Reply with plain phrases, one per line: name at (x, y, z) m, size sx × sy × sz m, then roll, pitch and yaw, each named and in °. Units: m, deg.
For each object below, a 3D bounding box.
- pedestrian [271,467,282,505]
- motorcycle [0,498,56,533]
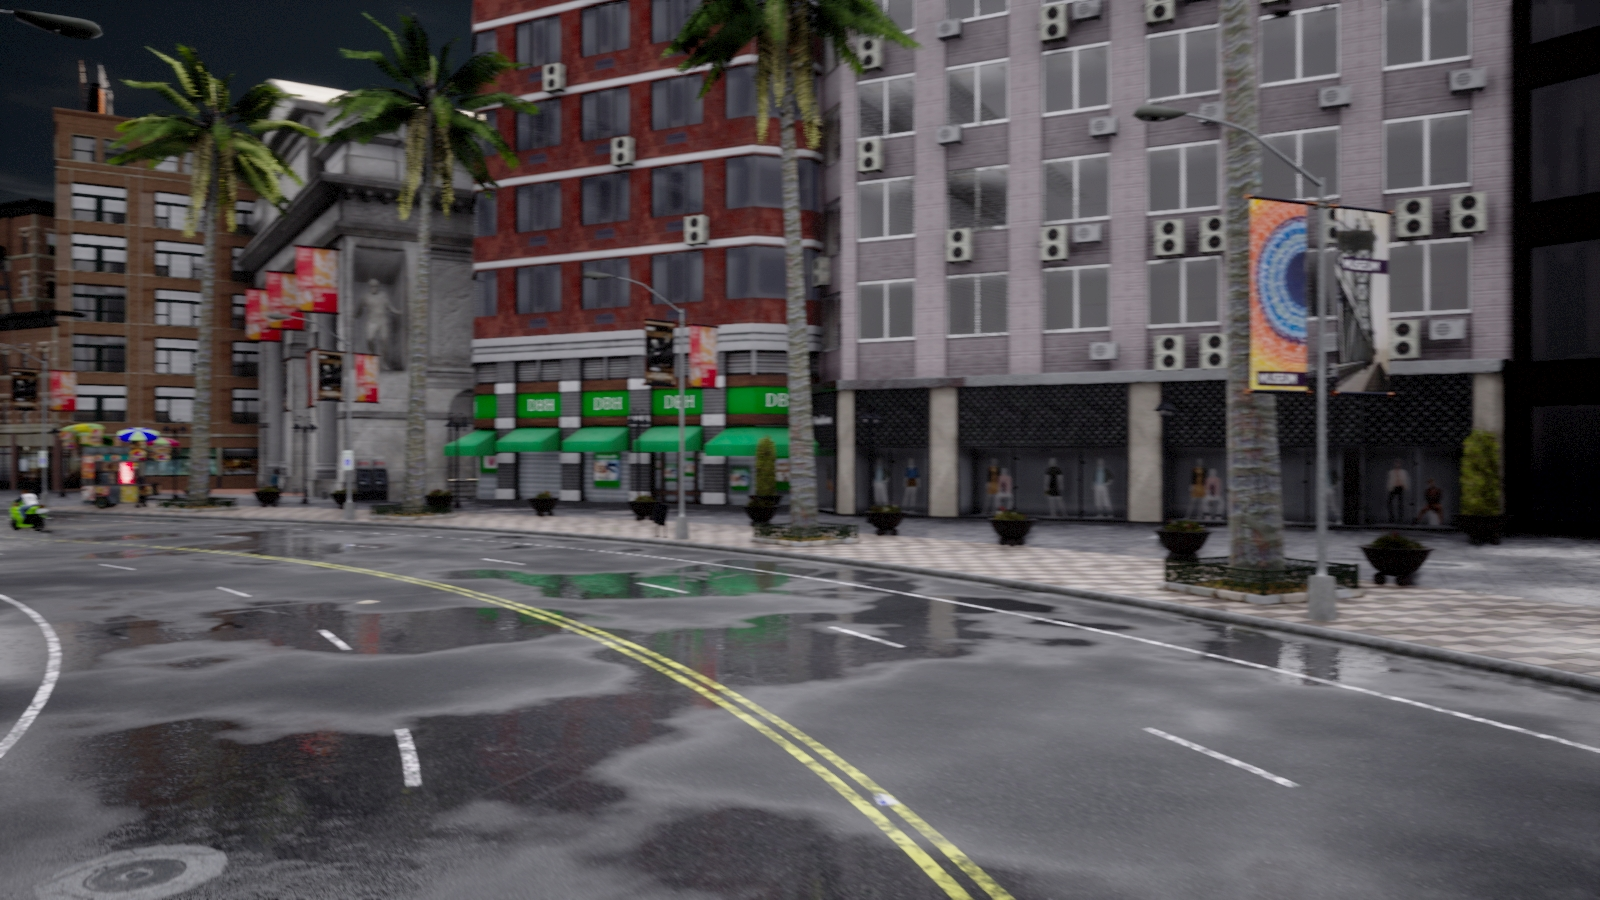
pedestrian at (-26.293, 1.796, 57.364) m, size 0.375 × 1.860 × 0.375 m, roll 0°, pitch 0°, yaw 37°
motorcycle at (-27.020, 2.286, 39.967) m, size 2.033 × 1.145 × 0.803 m, roll 0°, pitch 0°, yaw 28°
